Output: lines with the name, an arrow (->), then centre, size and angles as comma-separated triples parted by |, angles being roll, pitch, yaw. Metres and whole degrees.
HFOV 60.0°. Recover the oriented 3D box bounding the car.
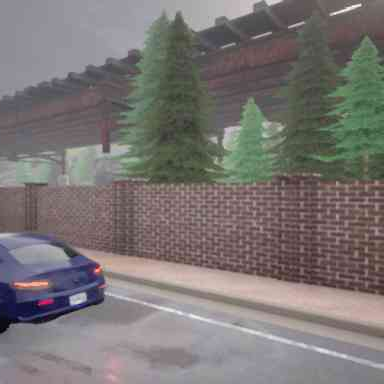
car -> -3.673, 1.520, 6.601 | 4.674, 1.442, 1.812 | 0, 0, 35
